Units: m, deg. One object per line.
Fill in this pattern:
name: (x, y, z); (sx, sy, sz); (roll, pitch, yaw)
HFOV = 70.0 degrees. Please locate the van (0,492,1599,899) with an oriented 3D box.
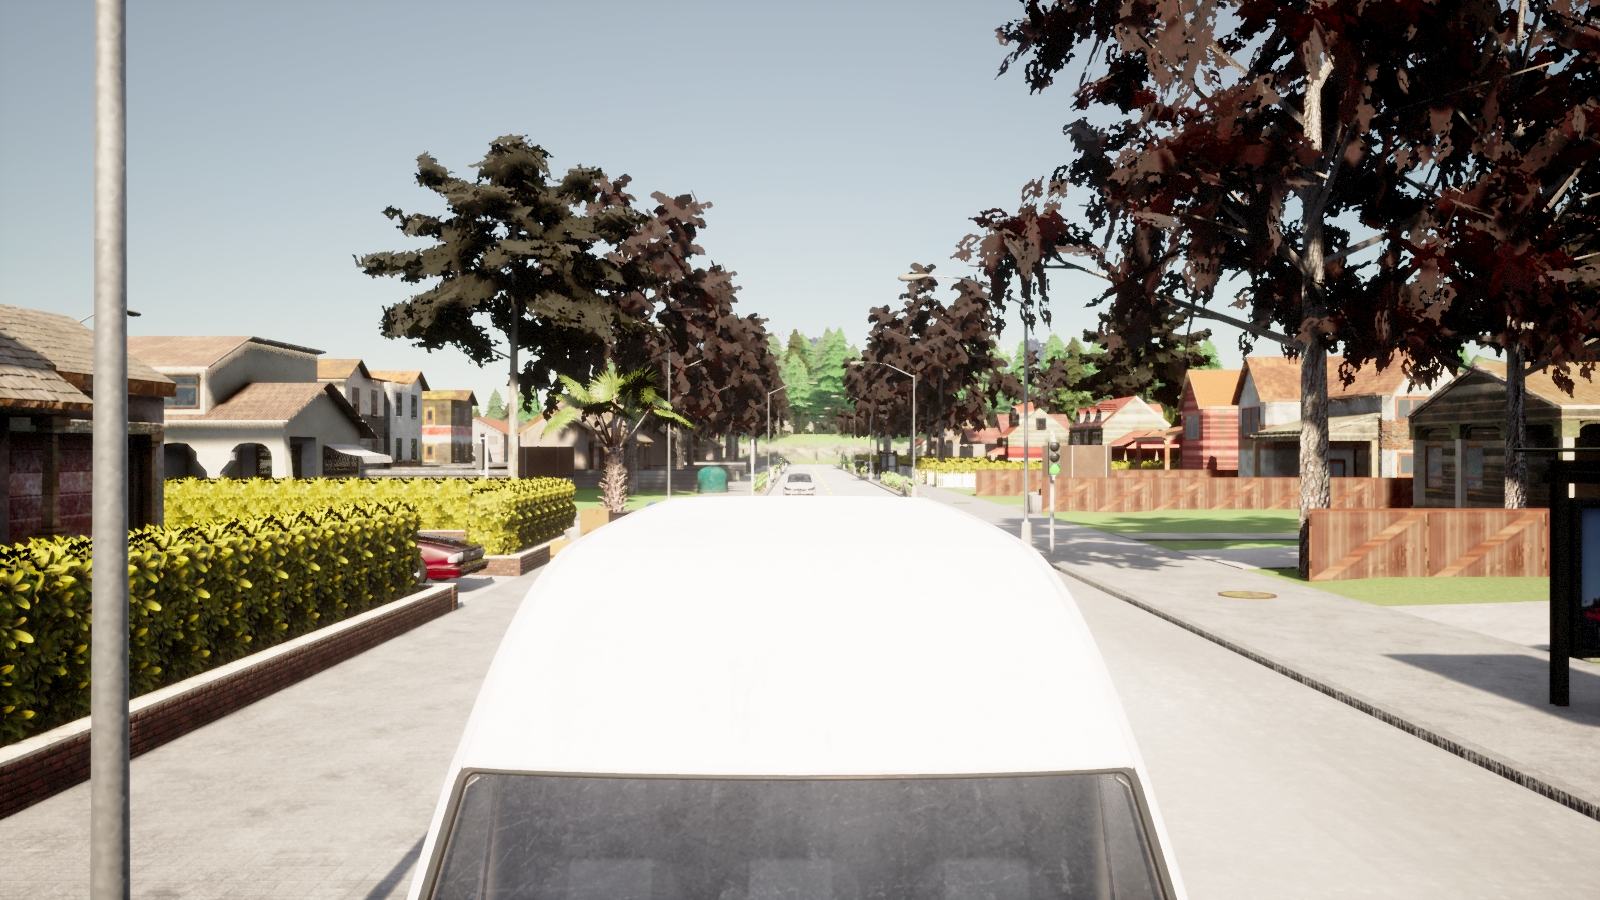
van: (0.002, 1.537, 4.030); (1.988, 2.561, 5.915); (0, 0, 0)

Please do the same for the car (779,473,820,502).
car: (-0.024, 2.087, 64.511); (2.231, 1.480, 4.892); (0, 0, 0)

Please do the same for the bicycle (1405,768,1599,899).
bicycle: (2.687, 2.062, 3.843); (0.329, 1.471, 1.835); (0, 0, 0)
